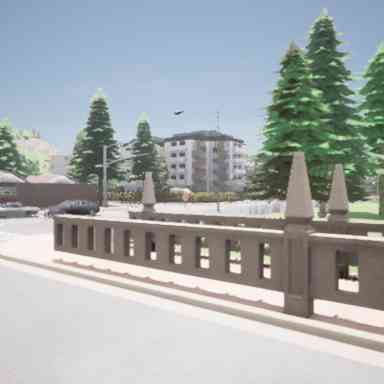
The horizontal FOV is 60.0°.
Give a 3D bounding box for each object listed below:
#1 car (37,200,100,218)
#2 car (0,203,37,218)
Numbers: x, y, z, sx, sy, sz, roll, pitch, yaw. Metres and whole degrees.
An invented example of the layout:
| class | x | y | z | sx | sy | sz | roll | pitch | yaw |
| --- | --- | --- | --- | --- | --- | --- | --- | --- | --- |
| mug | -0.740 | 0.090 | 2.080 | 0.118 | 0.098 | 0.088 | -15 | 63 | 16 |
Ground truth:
| class | x | y | z | sx | sy | sz | roll | pitch | yaw |
| --- | --- | --- | --- | --- | --- | --- | --- | --- | --- |
| car | -10.388 | 1.463 | 29.027 | 2.128 | 1.511 | 4.902 | 0 | 0 | 38 |
| car | -15.589 | 1.567 | 28.031 | 1.895 | 1.301 | 4.718 | 0 | 0 | 38 |
